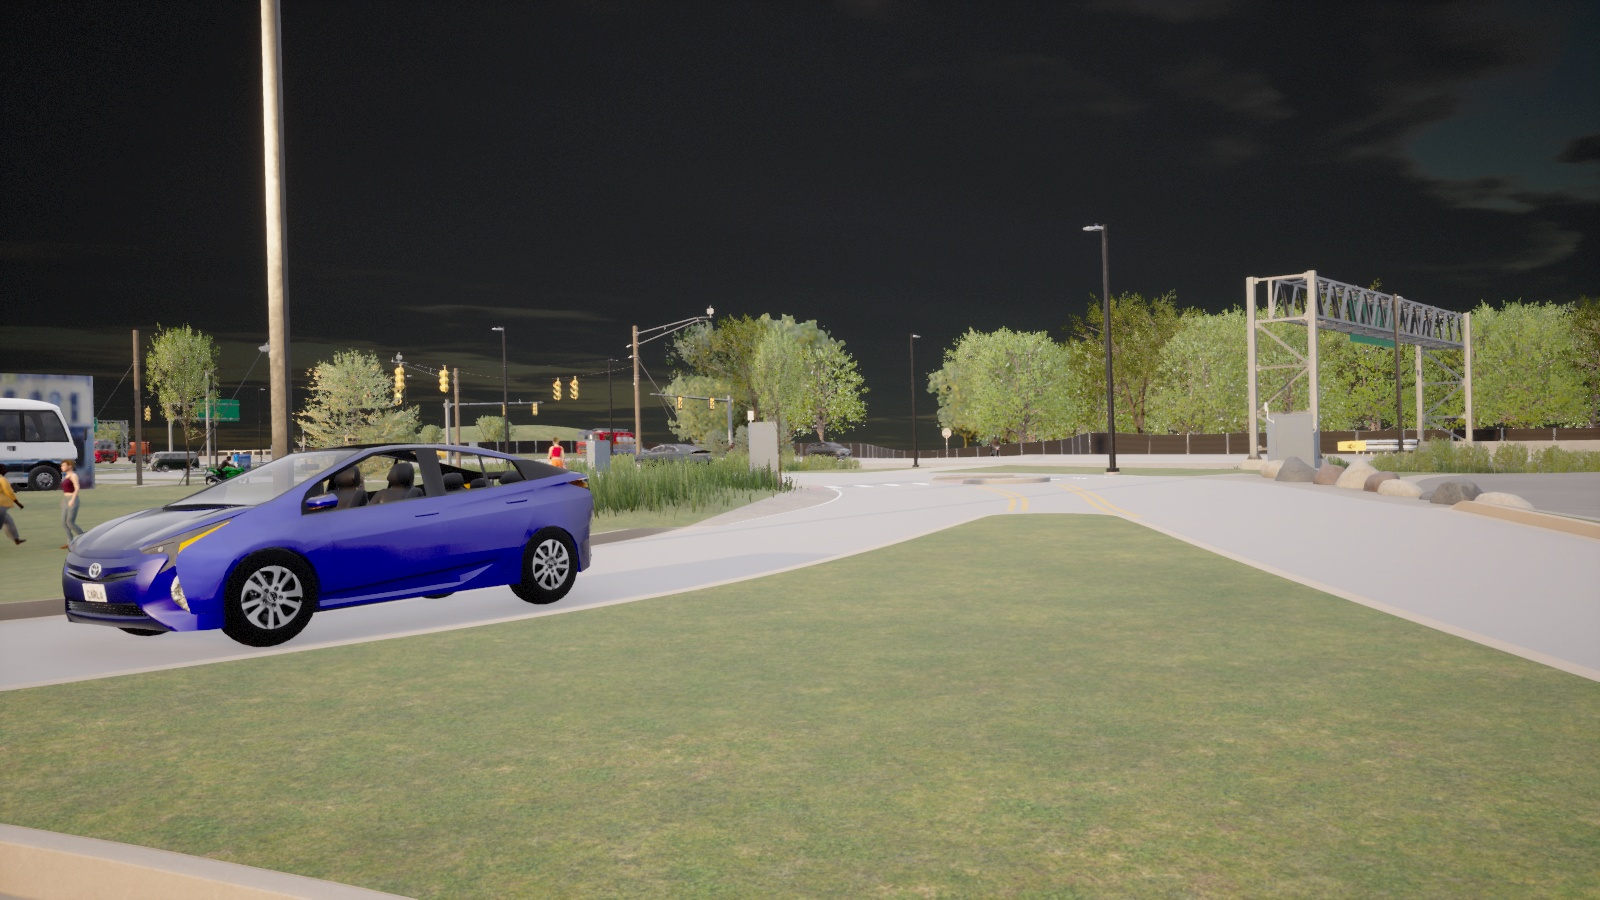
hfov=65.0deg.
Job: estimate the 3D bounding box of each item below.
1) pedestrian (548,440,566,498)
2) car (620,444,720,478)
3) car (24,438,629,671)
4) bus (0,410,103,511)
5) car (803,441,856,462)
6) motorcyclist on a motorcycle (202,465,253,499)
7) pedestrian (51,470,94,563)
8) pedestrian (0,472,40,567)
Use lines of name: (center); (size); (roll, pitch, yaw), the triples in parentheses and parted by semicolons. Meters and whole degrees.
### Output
pedestrian: (-7.817, 0.610, 40.408); (0.345, 1.836, 0.594); (-3, -1, -26)
car: (-6.511, 0.538, 62.448); (4.902, 1.511, 2.128); (-2, 0, 41)
car: (-3.809, 0.737, 10.917); (2.007, 1.525, 4.514); (-3, -1, 35)
bus: (-35.870, 0.543, 53.156); (3.944, 4.253, 10.273); (-4, -1, 41)
car: (2.249, 0.113, 96.273); (3.705, 1.549, 1.789); (-2, 0, 41)
motorcyclist on a motorcycle: (-27.929, 1.544, 61.275); (2.044, 1.523, 0.797); (-4, 0, -36)
pedestrian: (-14.741, 1.342, 25.437); (0.345, 1.836, 0.594); (-4, -1, 39)
pedestrian: (-16.126, 1.409, 25.373); (0.874, 1.855, 0.900); (-3, -1, 25)
